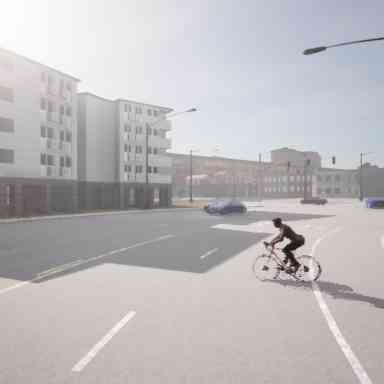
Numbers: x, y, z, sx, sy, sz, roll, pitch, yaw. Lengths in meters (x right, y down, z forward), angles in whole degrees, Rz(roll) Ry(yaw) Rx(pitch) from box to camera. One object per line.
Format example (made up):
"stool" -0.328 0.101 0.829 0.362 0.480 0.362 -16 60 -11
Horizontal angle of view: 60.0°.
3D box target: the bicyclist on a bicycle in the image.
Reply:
"bicyclist on a bicycle" 2.310 1.451 8.268 1.656 1.620 0.582 -2 -1 17

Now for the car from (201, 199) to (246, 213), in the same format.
"car" 3.675 1.547 37.646 5.357 1.411 2.033 0 0 -42

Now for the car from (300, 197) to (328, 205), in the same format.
"car" 21.146 1.525 57.851 1.812 1.442 4.674 0 0 -41

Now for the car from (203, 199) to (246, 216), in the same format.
"car" 3.498 1.524 32.565 1.812 1.442 4.674 0 0 45

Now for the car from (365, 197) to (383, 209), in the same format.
"car" 24.773 1.456 44.889 1.882 1.535 5.008 0 0 19
